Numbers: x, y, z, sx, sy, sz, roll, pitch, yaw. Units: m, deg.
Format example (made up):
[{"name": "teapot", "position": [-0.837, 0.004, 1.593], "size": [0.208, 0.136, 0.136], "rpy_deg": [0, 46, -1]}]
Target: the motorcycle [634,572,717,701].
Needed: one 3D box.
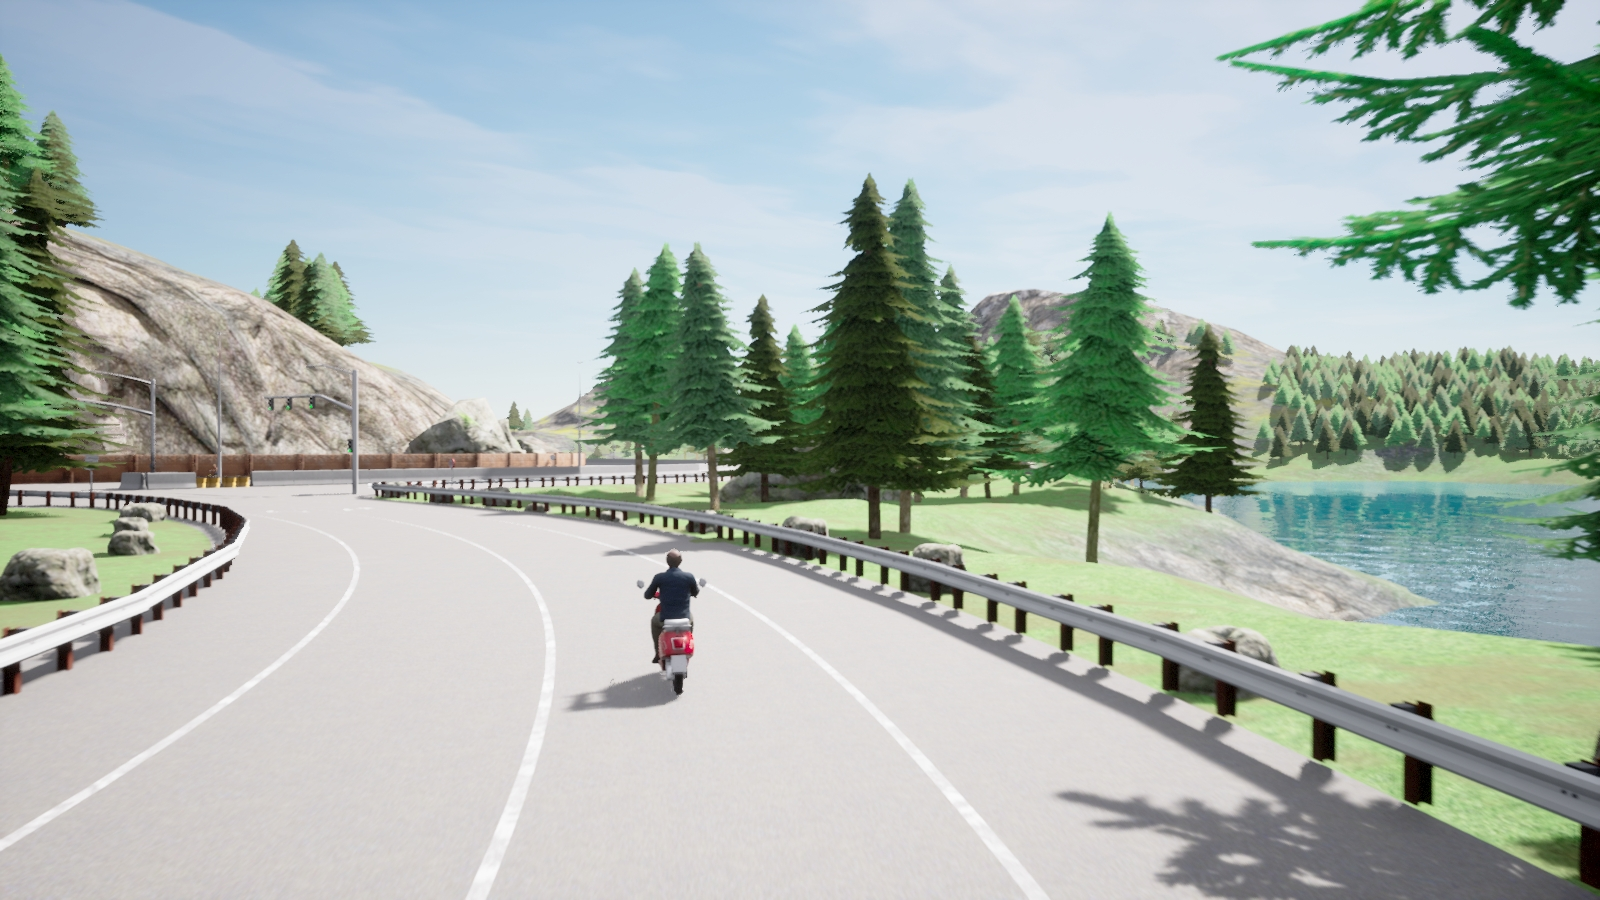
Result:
[{"name": "motorcycle", "position": [-1.523, 2.182, 13.716], "size": [0.856, 1.236, 1.805], "rpy_deg": [0, 0, -11]}]
